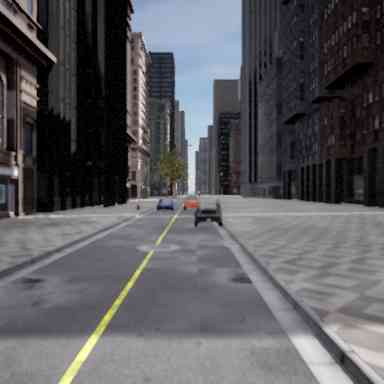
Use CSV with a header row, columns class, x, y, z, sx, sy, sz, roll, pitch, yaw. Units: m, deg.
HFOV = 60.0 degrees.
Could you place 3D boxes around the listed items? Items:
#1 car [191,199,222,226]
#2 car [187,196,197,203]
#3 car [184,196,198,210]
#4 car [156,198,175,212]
class,x,y,z,sx,sy,sz,roll,pitch,yaw
car,1.051,1.492,23.123,1.837,1.490,4.892,0,0,0
car,0.002,1.520,67.703,1.994,1.385,4.181,0,0,0
car,0.023,1.335,43.788,2.097,1.767,4.553,0,0,0
car,-3.085,1.461,39.262,1.882,1.535,5.008,0,0,0
